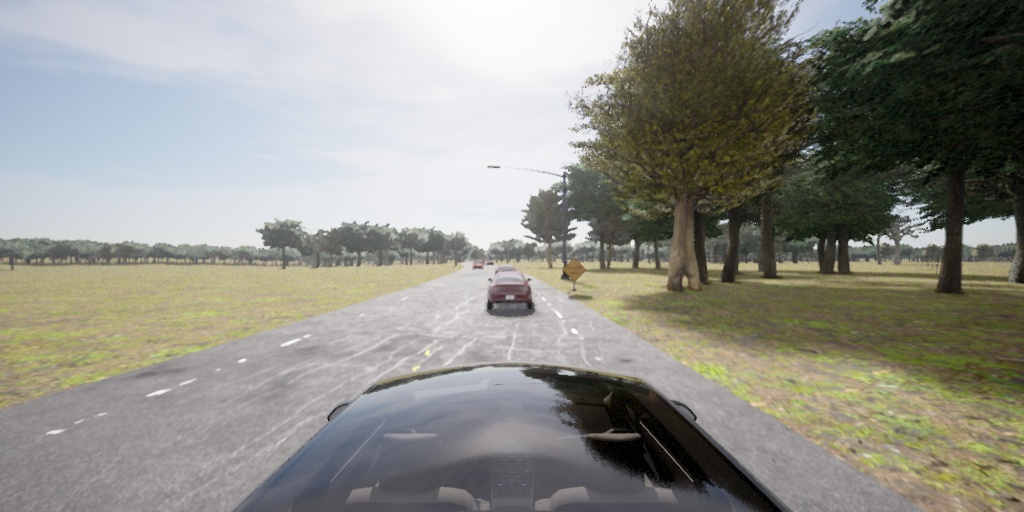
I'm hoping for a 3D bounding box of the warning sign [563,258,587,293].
[{"bbox_3d":[3.358,1.027,19.342,1.300,1.860,1.060,0,0,-1],"label":"warning sign"}]

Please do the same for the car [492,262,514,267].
[{"bbox_3d":[-0.541,1.496,31.168,1.882,1.535,5.008,0,0,-2],"label":"car"}]

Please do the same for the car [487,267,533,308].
[{"bbox_3d":[-0.102,1.405,15.803,1.812,1.442,4.674,0,0,-1],"label":"car"}]
